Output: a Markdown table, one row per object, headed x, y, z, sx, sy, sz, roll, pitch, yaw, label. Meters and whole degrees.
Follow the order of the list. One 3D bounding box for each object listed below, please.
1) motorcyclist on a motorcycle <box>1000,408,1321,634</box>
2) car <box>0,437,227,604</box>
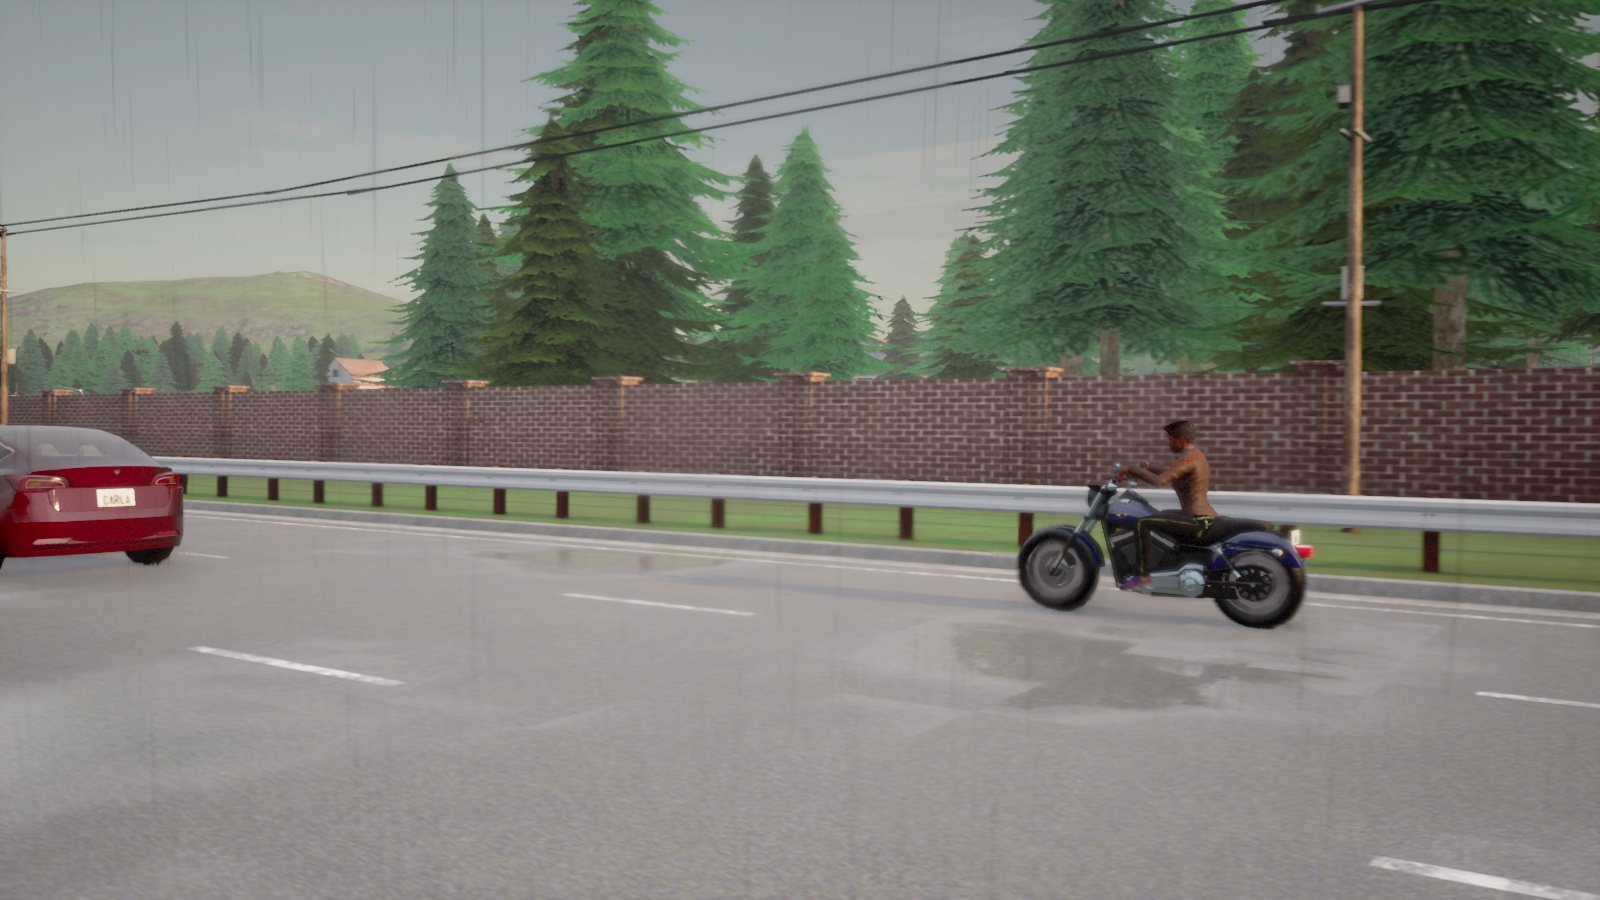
| x | y | z | sx | sy | sz | roll | pitch | yaw | label |
| --- | --- | --- | --- | --- | --- | --- | --- | --- | --- |
| 2.865 | 0.518 | 10.122 | 2.350 | 1.649 | 0.766 | 0 | 1 | 34 | motorcyclist on a motorcycle |
| -8.590 | 0.624 | 13.531 | 4.792 | 1.488 | 2.163 | 0 | 1 | 34 | car |
